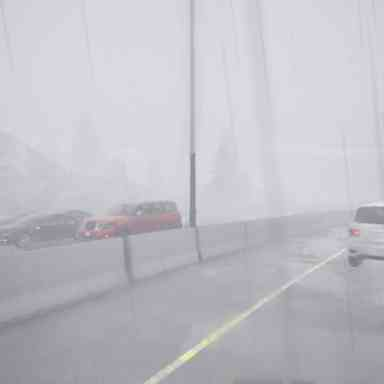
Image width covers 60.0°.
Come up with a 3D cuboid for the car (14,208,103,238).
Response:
[{"bbox_3d":[-8.130,1.815,20.737,1.837,1.490,4.892,-1,-1,36],"label":"car"}]

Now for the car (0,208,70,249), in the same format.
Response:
[{"bbox_3d":[-7.143,1.748,16.109,1.837,1.490,4.892,-1,-1,35],"label":"car"}]

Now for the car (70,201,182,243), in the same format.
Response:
[{"bbox_3d":[-2.772,1.456,16.280,2.150,2.045,5.566,-1,-1,36],"label":"car"}]

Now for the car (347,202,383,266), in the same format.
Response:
[{"bbox_3d":[6.922,1.365,11.426,2.150,2.045,5.566,-1,-1,36],"label":"car"}]

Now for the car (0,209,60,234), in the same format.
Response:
[{"bbox_3d":[-11.297,1.904,22.307,1.994,1.385,4.181,-1,-1,36],"label":"car"}]
